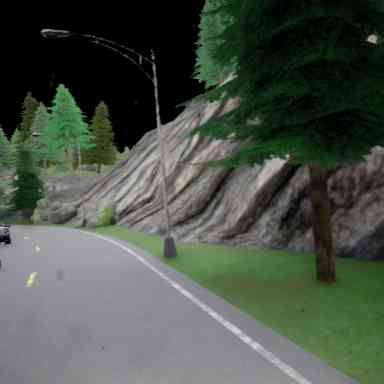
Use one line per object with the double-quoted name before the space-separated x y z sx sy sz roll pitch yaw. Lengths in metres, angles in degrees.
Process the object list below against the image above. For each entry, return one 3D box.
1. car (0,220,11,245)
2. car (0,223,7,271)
"car" -12.478 2.512 20.655 2.128 1.511 4.902 -5 0 -33
"car" -7.094 2.058 10.068 1.882 1.535 5.008 -5 0 -23
